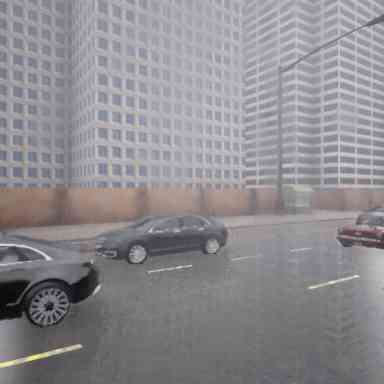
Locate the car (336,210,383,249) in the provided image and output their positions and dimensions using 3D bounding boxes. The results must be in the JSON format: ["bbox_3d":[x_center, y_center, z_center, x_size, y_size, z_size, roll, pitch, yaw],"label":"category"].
[{"bbox_3d":[7.943,1.601,13.457,4.718,1.301,1.895,0,0,-34],"label":"car"}]

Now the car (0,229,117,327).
[{"bbox_3d":[-4.015,1.491,5.464,4.902,1.511,2.128,0,0,-34],"label":"car"}]

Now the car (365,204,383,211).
[{"bbox_3d":[12.016,1.504,20.367,4.892,1.490,1.837,0,0,-34],"label":"car"}]

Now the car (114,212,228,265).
[{"bbox_3d":[-0.941,1.506,11.741,4.892,1.490,1.837,0,0,-34],"label":"car"}]
